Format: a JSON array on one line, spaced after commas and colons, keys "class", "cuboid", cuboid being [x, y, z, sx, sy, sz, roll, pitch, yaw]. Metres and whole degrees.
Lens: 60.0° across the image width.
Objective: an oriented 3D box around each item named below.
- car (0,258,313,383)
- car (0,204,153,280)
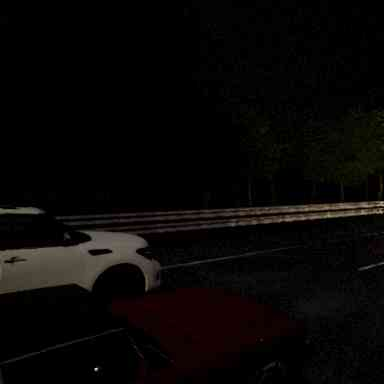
[{"class": "car", "cuboid": [-1.021, 1.596, 3.018, 4.718, 1.301, 1.895, 0, 0, -35]}, {"class": "car", "cuboid": [-3.289, 1.218, 5.699, 5.566, 2.045, 2.150, 0, 0, -35]}]
